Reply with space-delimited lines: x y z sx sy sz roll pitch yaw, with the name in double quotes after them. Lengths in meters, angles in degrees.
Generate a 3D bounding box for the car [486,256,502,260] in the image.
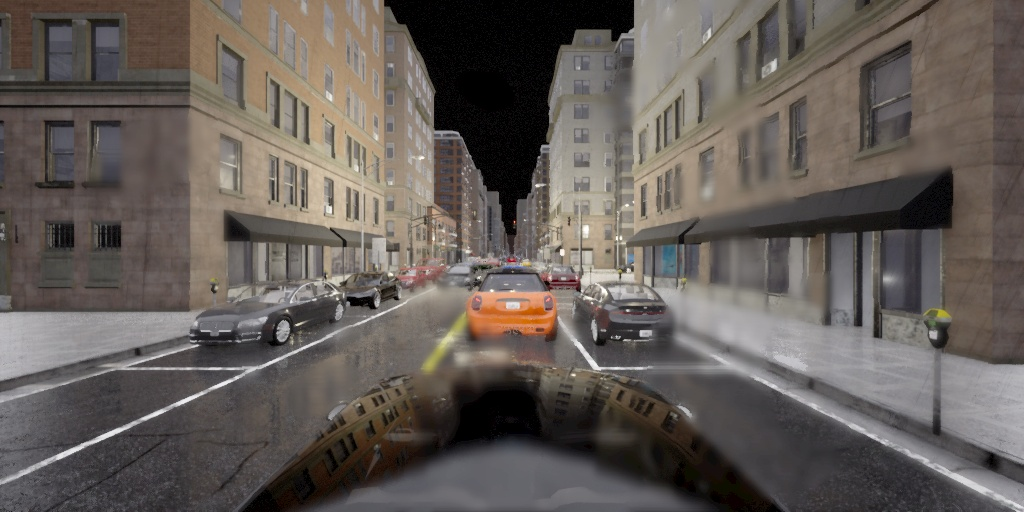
-3.121 1.213 61.776 1.882 1.535 5.008 0 0 0 "car"

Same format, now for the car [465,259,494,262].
-4.421 1.341 45.509 1.895 1.301 4.718 0 0 21 "car"

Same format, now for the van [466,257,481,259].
-5.895 1.080 52.779 1.690 1.789 3.998 0 0 0 "van"

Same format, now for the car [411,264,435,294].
-5.870 1.330 20.308 1.802 1.307 4.207 0 0 0 "car"

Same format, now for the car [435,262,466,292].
-3.114 1.273 21.624 1.812 1.442 4.674 0 0 0 "car"

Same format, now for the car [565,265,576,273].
2.656 1.188 20.340 1.967 1.591 4.097 0 0 0 "car"

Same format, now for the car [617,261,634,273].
14.536 1.239 40.974 4.892 1.490 1.837 0 0 1 "car"

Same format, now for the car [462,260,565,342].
0.014 1.101 9.948 2.097 1.767 4.553 0 0 0 "car"

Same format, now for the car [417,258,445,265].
-5.875 1.061 25.831 2.192 1.841 5.009 0 0 0 "car"

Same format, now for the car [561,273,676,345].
2.664 1.300 9.289 2.007 1.370 4.403 0 0 0 "car"

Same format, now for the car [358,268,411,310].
-5.866 1.315 14.784 1.948 1.339 4.313 0 0 0 "car"

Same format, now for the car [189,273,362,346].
-5.862 1.300 9.259 2.007 1.370 4.403 0 0 0 "car"

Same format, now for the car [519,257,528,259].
2.622 1.260 64.171 1.751 1.417 4.829 0 0 0 "car"
